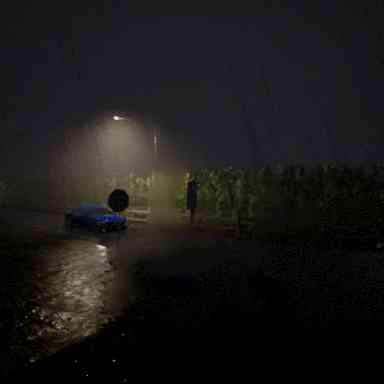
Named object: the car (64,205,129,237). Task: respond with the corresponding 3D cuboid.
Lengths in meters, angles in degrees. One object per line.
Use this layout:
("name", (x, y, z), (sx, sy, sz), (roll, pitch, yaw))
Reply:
("car", (-5.405, 1.512, 18.583), (1.882, 1.535, 5.008), (2, -1, -42))
